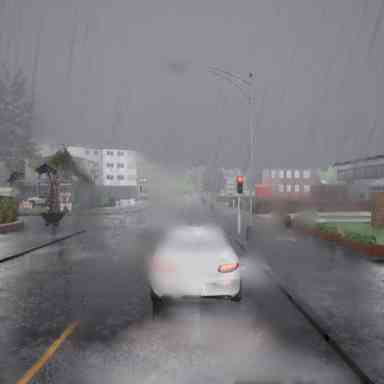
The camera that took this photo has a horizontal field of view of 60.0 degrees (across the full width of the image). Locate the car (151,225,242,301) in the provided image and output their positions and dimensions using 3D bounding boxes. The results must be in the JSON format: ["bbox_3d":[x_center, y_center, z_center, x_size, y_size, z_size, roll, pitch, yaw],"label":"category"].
[{"bbox_3d":[0.082,1.526,8.170,1.812,1.442,4.674,0,0,0],"label":"car"}]

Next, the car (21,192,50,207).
[{"bbox_3d":[-19.838,0.986,42.815,1.905,1.878,3.866,0,0,35],"label":"car"}]
